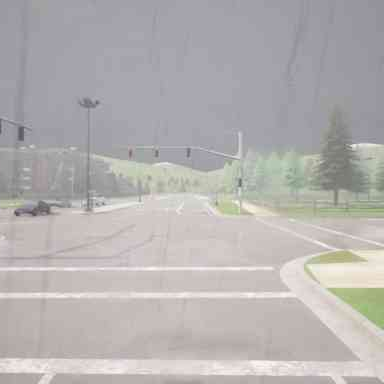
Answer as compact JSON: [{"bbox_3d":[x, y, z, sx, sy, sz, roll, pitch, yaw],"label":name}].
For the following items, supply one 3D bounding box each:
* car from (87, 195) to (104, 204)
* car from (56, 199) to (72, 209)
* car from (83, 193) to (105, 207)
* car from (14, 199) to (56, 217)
[{"bbox_3d":[-18.423,1.404,63.684,2.097,1.767,4.553,0,0,0],"label":"car"},{"bbox_3d":[-18.539,1.600,46.610,1.895,1.301,4.718,0,0,0],"label":"car"},{"bbox_3d":[-15.026,1.224,51.130,2.150,2.045,5.566,0,0,0],"label":"car"},{"bbox_3d":[-15.052,1.526,31.693,1.812,1.442,4.674,0,0,0],"label":"car"}]
